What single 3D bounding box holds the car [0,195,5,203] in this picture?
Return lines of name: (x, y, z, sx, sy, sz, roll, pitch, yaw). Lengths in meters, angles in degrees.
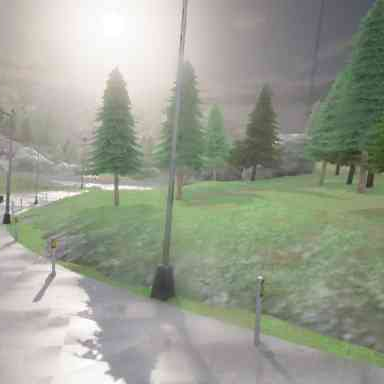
car: (-22.193, 0.648, 36.479, 1.895, 1.301, 4.718, 4, 1, -12)
